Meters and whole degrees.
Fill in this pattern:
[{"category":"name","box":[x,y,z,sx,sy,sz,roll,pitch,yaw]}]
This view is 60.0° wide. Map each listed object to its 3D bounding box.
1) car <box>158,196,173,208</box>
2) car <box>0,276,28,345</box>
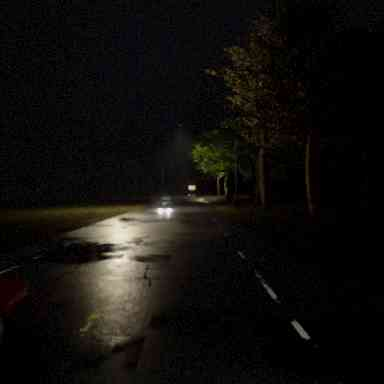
[{"category":"car","box":[-3.573,1.366,45.760,2.128,1.511,4.902,0,0,0]},{"category":"car","box":[-3.601,1.591,3.177,1.895,1.301,4.718,0,0,0]}]
